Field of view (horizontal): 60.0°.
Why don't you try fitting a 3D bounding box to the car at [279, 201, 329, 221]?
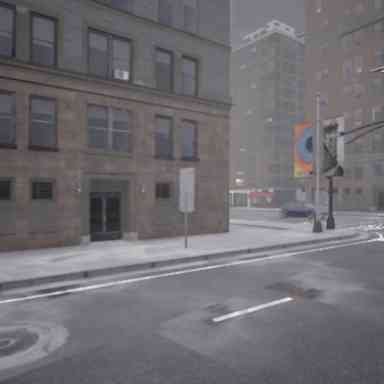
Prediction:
[{"bbox_3d":[10.220,1.614,30.151,2.097,1.767,4.553,0,-1,-35],"label":"car"}]
